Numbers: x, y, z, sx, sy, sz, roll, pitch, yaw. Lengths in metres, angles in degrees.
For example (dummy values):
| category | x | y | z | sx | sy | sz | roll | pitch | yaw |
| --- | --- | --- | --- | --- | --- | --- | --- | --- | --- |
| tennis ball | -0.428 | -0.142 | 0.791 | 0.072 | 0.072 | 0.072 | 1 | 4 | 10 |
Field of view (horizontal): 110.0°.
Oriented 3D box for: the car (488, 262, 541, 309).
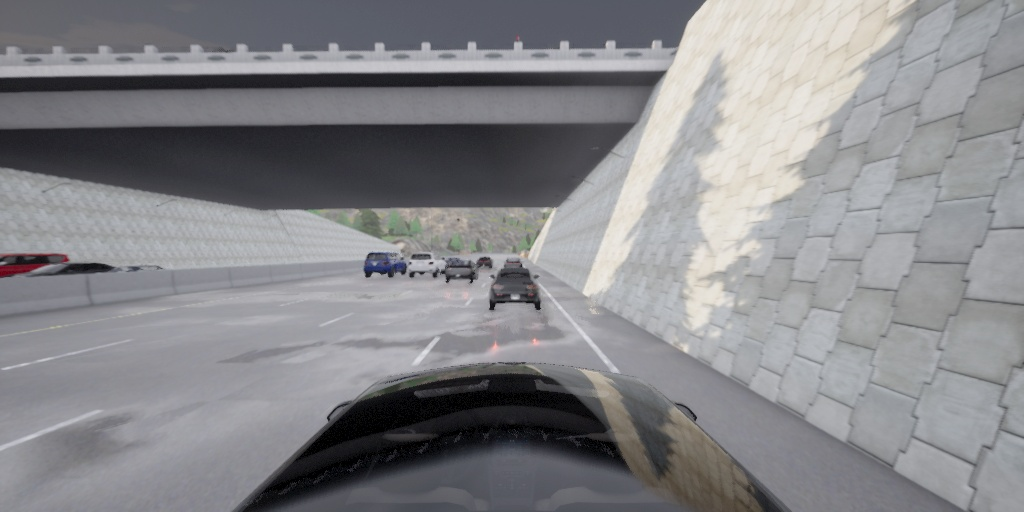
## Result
| category | x | y | z | sx | sy | sz | roll | pitch | yaw |
| --- | --- | --- | --- | --- | --- | --- | --- | --- | --- |
| car | 0.105 | 1.146 | 13.990 | 1.812 | 1.442 | 4.674 | 0 | 1 | 0 |

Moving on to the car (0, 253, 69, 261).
| category | x | y | z | sx | sy | sz | roll | pitch | yaw |
| --- | --- | --- | --- | --- | --- | --- | --- | --- | --- |
| car | -27.991 | 0.859 | 19.782 | 2.150 | 2.045 | 5.566 | 0 | 1 | 0 |

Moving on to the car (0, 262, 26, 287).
| category | x | y | z | sx | sy | sz | roll | pitch | yaw |
| --- | --- | --- | --- | --- | --- | --- | --- | --- | --- |
| car | -31.491 | 1.137 | 19.816 | 2.033 | 1.411 | 5.357 | 0 | 1 | 0 |

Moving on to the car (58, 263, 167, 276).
| category | x | y | z | sx | sy | sz | roll | pitch | yaw |
| --- | --- | --- | --- | --- | --- | --- | --- | --- | --- |
| car | -20.991 | 1.190 | 19.782 | 1.895 | 1.301 | 4.718 | 0 | 1 | 0 |

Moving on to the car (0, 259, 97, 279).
| category | x | y | z | sx | sy | sz | roll | pitch | yaw |
| --- | --- | --- | --- | --- | --- | --- | --- | --- | --- |
| car | -24.491 | 1.106 | 19.813 | 1.837 | 1.490 | 4.892 | 0 | 1 | 0 |

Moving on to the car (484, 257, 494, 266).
| category | x | y | z | sx | sy | sz | roll | pitch | yaw |
| --- | --- | --- | --- | --- | --- | --- | --- | --- | --- |
| car | -3.379 | 0.794 | 45.537 | 1.837 | 1.490 | 4.892 | 0 | 1 | 0 |

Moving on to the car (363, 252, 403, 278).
| category | x | y | z | sx | sy | sz | roll | pitch | yaw |
| --- | --- | --- | --- | --- | --- | --- | --- | --- | --- |
| car | -10.485 | 0.673 | 30.066 | 2.150 | 2.045 | 5.566 | 0 | 1 | 0 |

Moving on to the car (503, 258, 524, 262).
| category | x | y | z | sx | sy | sz | roll | pitch | yaw |
| --- | --- | --- | --- | --- | --- | --- | --- | --- | --- |
| car | 0.117 | 0.888 | 35.370 | 2.128 | 1.511 | 4.902 | 0 | 1 | 0 |

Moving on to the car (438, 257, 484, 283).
| category | x | y | z | sx | sy | sz | roll | pitch | yaw |
| --- | --- | --- | --- | --- | --- | --- | --- | --- | --- |
| car | -3.389 | 0.997 | 24.920 | 2.128 | 1.511 | 4.902 | 0 | 1 | 0 |

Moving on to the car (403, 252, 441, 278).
| category | x | y | z | sx | sy | sz | roll | pitch | yaw |
| --- | --- | --- | --- | --- | --- | --- | --- | --- | --- |
| car | -6.986 | 0.675 | 29.937 | 2.150 | 2.045 | 5.566 | 0 | 1 | 0 |
